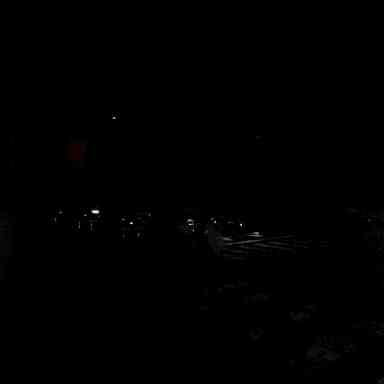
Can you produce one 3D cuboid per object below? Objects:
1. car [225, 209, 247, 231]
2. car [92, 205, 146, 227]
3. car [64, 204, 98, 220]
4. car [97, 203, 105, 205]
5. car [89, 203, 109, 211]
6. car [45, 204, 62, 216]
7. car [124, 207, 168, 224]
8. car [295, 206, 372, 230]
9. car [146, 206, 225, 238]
[{"bbox_3d":[1.570,1.801,22.235,1.837,1.490,4.892,0,-1,-36],"label":"car"},{"bbox_3d":[-6.108,2.009,27.255,2.033,1.411,5.357,0,-1,-35],"label":"car"},{"bbox_3d":[-11.942,2.214,35.269,1.994,1.385,4.181,0,-1,-36],"label":"car"},{"bbox_3d":[-10.476,2.230,38.767,2.033,1.411,5.357,0,-1,-36],"label":"car"},{"bbox_3d":[-16.224,2.635,58.011,1.895,1.301,4.718,0,-1,-36],"label":"car"},{"bbox_3d":[-17.768,2.332,43.309,2.128,1.511,4.902,0,-1,-36],"label":"car"},{"bbox_3d":[-4.257,2.082,30.227,1.895,1.301,4.718,0,-1,-36],"label":"car"},{"bbox_3d":[9.476,1.680,22.696,1.882,1.535,5.008,-1,-1,-39],"label":"car"},{"bbox_3d":[-0.532,1.637,19.600,2.097,1.767,4.553,0,-1,-36],"label":"car"}]
